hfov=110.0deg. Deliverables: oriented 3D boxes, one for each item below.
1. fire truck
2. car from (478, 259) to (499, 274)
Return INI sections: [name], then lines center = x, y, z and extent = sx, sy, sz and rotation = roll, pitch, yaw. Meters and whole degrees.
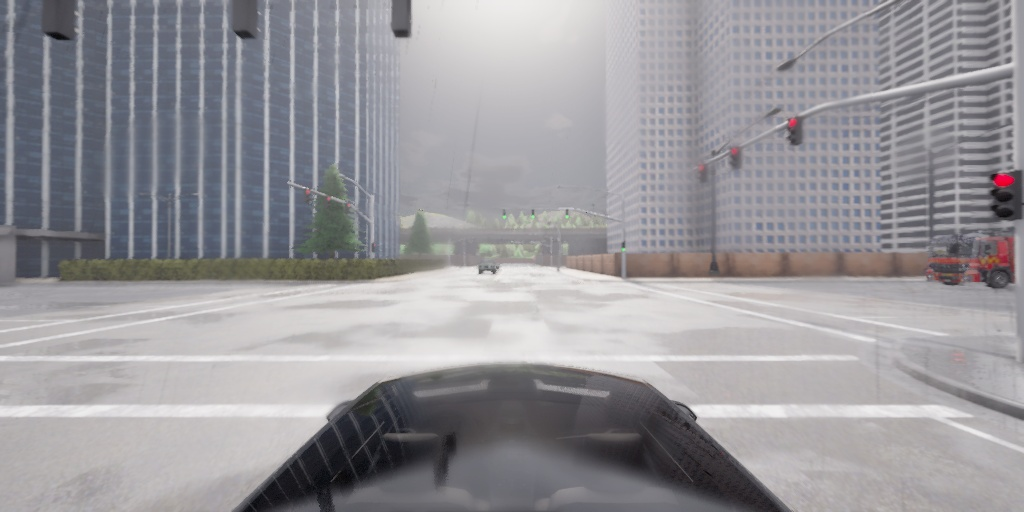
[fire truck]
center = 33.546, 0.211, 24.096
extent = 8.468, 3.827, 2.891
rotation = 0, -1, 1
[car]
center = -3.294, 1.398, 48.432
extent = 2.150, 2.045, 5.566
rotation = 0, -1, 1
